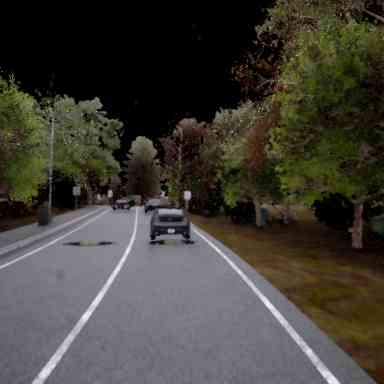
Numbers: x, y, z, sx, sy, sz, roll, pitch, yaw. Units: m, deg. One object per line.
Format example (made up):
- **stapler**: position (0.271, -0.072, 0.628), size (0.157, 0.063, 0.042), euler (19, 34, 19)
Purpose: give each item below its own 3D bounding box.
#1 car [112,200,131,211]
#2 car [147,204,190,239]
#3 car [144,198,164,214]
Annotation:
- **car**: position (-8.420, 1.598, 40.012), size (1.994, 1.385, 4.181), euler (1, 0, -9)
- **car**: position (-1.178, 1.512, 16.841), size (1.837, 1.490, 4.892), euler (1, -2, -7)
- **car**: position (-4.207, 1.418, 36.996), size (2.097, 1.767, 4.553), euler (1, 0, -9)
